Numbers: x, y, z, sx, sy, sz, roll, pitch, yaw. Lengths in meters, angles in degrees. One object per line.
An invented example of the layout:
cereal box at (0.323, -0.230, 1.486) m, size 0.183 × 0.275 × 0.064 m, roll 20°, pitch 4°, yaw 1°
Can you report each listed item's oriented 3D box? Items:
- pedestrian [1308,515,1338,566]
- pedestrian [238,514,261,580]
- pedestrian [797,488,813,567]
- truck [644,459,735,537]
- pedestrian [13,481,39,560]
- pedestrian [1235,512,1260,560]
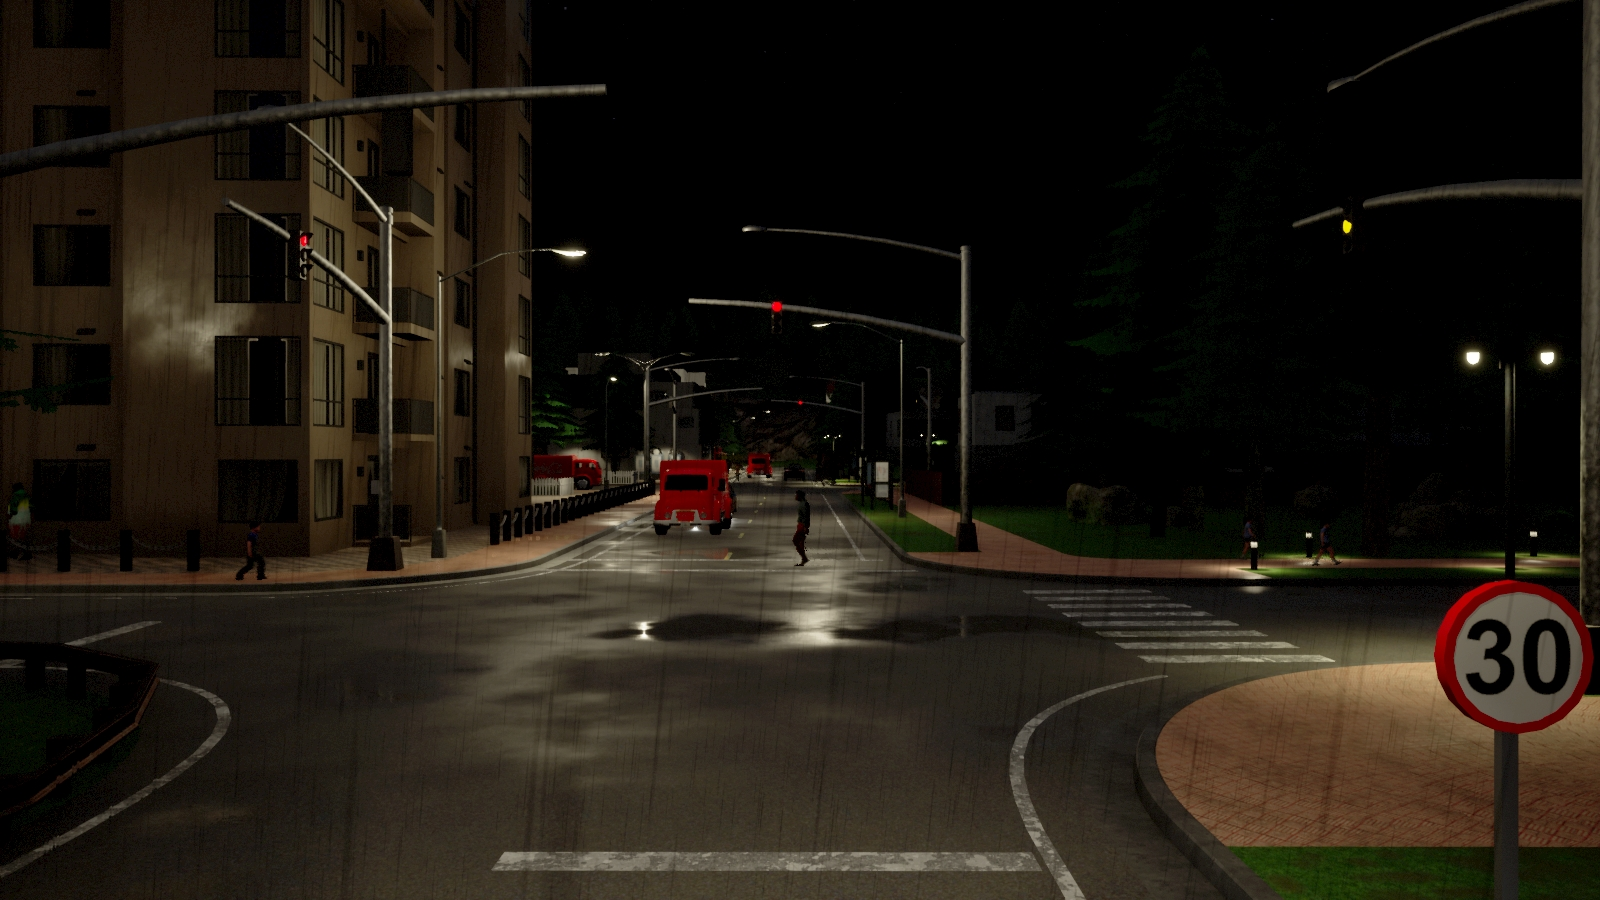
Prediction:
pedestrian at (11.838, 2.044, 25.878) m, size 0.500 × 1.100 × 0.500 m, roll 0°, pitch 0°, yaw 11°
pedestrian at (-11.194, 1.974, 23.244) m, size 0.375 × 1.300 × 0.375 m, roll 0°, pitch 0°, yaw -19°
pedestrian at (0.123, 1.829, 27.196) m, size 0.375 × 1.860 × 0.375 m, roll 0°, pitch 0°, yaw 0°
truck at (-3.689, 1.548, 39.174) m, size 2.627 × 2.467 × 5.204 m, roll 0°, pitch 0°, yaw 0°
pedestrian at (-18.478, 1.677, 27.279) m, size 0.375 × 1.860 × 0.375 m, roll 0°, pitch 0°, yaw 4°
pedestrian at (10.708, 2.044, 27.342) m, size 0.500 × 1.100 × 0.500 m, roll 0°, pitch 0°, yaw 14°
